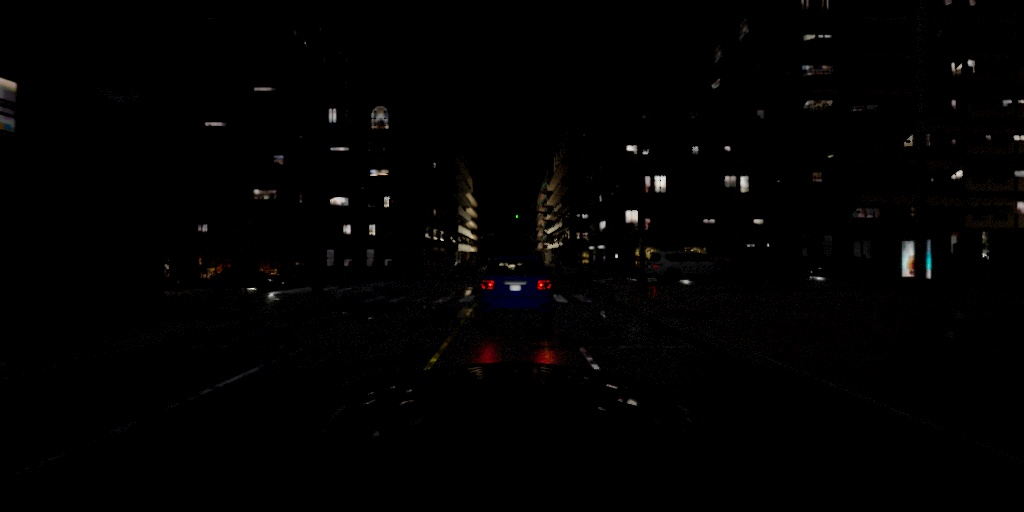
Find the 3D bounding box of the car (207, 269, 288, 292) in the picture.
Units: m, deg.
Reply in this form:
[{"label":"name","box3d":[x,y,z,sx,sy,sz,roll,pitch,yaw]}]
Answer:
[{"label":"car","box3d":[-17.429,1.553,23.665,4.674,1.442,1.812,-1,0,1]}]

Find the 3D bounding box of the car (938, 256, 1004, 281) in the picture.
[{"label":"car","box3d":[25.801,0.802,21.453,4.313,1.339,1.948,0,0,0]}]

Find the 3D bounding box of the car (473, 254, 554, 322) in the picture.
[{"label":"car","box3d":[0.244,0.961,12.420,2.150,2.045,5.566,0,0,3]}]

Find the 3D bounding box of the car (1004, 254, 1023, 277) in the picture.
[{"label":"car","box3d":[31.348,0.698,21.503,4.313,1.339,1.948,0,0,0]}]

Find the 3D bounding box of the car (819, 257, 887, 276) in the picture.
[{"label":"car","box3d":[25.333,0.775,27.237,5.357,1.411,2.033,-1,0,0]}]

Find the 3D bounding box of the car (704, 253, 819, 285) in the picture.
[{"label":"car","box3d":[14.707,0.758,21.355,5.009,1.841,2.192,0,0,0]}]

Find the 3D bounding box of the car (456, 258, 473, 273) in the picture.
[{"label":"car","box3d":[-5.697,1.286,43.395,1.948,1.339,4.313,0,0,0]}]

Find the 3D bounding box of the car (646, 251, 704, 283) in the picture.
[{"label":"car","box3d":[11.968,0.706,24.193,5.566,2.045,2.150,-1,0,1]}]

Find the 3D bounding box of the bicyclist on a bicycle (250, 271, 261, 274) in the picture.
[{"label":"bicyclist on a bicycle","box3d":[-23.171,1.406,32.333,0.582,1.620,1.656,-1,0,0]}]
